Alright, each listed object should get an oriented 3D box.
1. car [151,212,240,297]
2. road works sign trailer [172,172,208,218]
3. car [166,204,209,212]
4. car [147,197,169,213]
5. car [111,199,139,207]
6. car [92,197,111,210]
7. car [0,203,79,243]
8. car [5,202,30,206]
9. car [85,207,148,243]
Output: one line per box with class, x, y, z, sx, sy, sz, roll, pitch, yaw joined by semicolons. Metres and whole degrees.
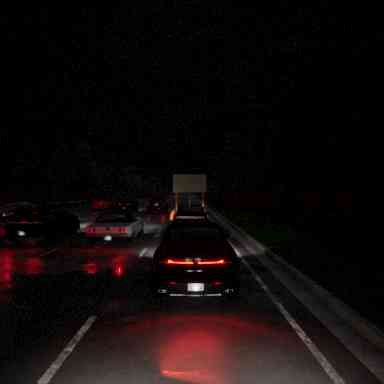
car;0.055;1.504;8.544;1.837;1.490;4.892;0;0;0
road works sign trailer;-0.167;0.463;22.800;2.380;3.560;2.880;0;0;-3
car;-0.043;1.487;18.930;2.128;1.511;4.902;0;0;1
car;-3.661;1.349;36.208;2.097;1.767;4.553;0;0;0
car;-7.167;1.489;37.447;2.128;1.511;4.902;0;0;0
car;-10.688;1.350;40.792;2.097;1.767;4.553;0;0;-2
car;-6.999;1.490;16.102;2.128;1.511;4.902;0;0;0
car;-10.552;1.476;22.928;1.882;1.535;5.008;0;0;0
car;-3.497;1.600;15.992;1.895;1.301;4.718;0;0;0
